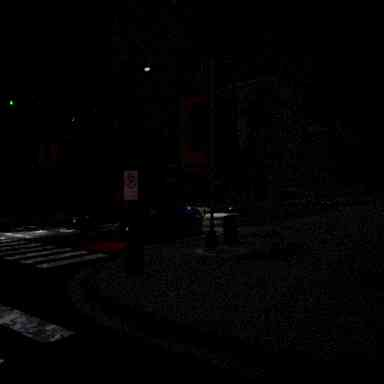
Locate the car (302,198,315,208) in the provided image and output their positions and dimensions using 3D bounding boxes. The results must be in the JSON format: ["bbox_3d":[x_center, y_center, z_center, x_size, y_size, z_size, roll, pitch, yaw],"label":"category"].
[{"bbox_3d":[18.273,1.631,50.369,1.812,1.442,4.674,0,0,35],"label":"car"}]

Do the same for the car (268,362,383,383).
[{"bbox_3d":[2.209,1.551,1.270,4.403,1.369,2.008,0,0,36],"label":"car"}]

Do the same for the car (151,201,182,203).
[{"bbox_3d":[-1.222,1.382,22.785,2.097,1.767,4.553,0,0,35],"label":"car"}]

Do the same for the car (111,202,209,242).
[{"bbox_3d":[-1.419,1.504,16.878,1.882,1.535,5.008,0,0,35],"label":"car"}]

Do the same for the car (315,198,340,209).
[{"bbox_3d":[18.996,1.592,45.762,2.128,1.511,4.902,0,0,35],"label":"car"}]

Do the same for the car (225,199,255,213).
[{"bbox_3d":[5.620,1.550,38.424,2.128,1.511,4.902,0,0,35],"label":"car"}]

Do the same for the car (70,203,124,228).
[{"bbox_3d":[-5.767,1.512,22.325,2.128,1.511,4.902,0,0,36],"label":"car"}]
